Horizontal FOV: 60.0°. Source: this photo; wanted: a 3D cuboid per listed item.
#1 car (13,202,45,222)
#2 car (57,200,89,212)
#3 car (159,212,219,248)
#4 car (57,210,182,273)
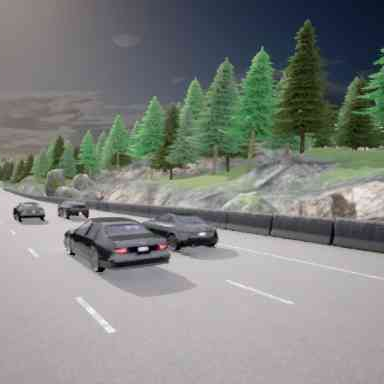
[{"bbox_3d":[-12.978,1.511,26.385,2.033,1.411,5.357,0,0,-33],"label":"car"},{"bbox_3d":[-10.255,1.471,28.614,1.837,1.490,4.892,0,0,-33],"label":"car"},{"bbox_3d":[-0.721,1.555,14.188,1.994,1.385,4.181,0,0,-33],"label":"car"},{"bbox_3d":[-2.669,1.537,10.787,2.033,1.411,5.357,0,0,-34],"label":"car"}]
